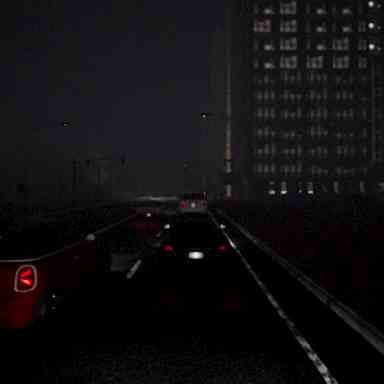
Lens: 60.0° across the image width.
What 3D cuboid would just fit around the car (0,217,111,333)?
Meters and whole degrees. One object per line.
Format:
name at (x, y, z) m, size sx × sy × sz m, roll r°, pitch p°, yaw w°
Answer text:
car at (-3.156, 1.286, 6.819) m, size 2.097 × 1.767 × 4.553 m, roll 0°, pitch 0°, yaw 0°

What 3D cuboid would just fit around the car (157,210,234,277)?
car at (0.096, 1.469, 9.992) m, size 1.994 × 1.385 × 4.181 m, roll 0°, pitch 1°, yaw 0°

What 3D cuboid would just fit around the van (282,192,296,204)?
van at (15.931, 0.945, 50.794) m, size 3.998 × 1.788 × 1.690 m, roll 0°, pitch -1°, yaw -1°

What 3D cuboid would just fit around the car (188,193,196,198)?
car at (-0.012, 0.977, 89.552) m, size 2.033 × 1.411 × 5.357 m, roll 0°, pitch 0°, yaw 0°

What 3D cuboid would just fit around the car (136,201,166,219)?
car at (-3.153, 1.363, 26.444) m, size 1.895 × 1.301 × 4.718 m, roll 0°, pitch 0°, yaw 0°

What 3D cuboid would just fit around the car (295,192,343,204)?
car at (16.313, 0.958, 42.772) m, size 4.829 × 1.417 × 1.752 m, roll 0°, pitch -1°, yaw -1°

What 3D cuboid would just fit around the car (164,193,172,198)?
car at (-6.512, 0.953, 90.842) m, size 1.837 × 1.490 × 4.892 m, roll 0°, pitch 0°, yaw 0°

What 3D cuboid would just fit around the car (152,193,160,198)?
car at (-9.762, 1.049, 90.812) m, size 1.895 × 1.301 × 4.718 m, roll 0°, pitch 0°, yaw 0°

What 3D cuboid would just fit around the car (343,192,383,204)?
car at (21.727, 0.845, 42.840) m, size 4.097 × 1.590 × 1.967 m, roll 0°, pitch -1°, yaw -1°

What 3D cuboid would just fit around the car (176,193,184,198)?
car at (-3.262, 0.915, 89.552) m, size 1.882 × 1.535 × 5.008 m, roll 0°, pitch 0°, yaw 0°

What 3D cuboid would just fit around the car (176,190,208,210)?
car at (0.095, 0.981, 26.617) m, size 2.150 × 2.045 × 5.566 m, roll 0°, pitch 0°, yaw 0°

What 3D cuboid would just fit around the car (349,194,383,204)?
car at (26.949, 1.071, 50.928) m, size 4.829 × 1.417 × 1.752 m, roll 0°, pitch -1°, yaw -1°
